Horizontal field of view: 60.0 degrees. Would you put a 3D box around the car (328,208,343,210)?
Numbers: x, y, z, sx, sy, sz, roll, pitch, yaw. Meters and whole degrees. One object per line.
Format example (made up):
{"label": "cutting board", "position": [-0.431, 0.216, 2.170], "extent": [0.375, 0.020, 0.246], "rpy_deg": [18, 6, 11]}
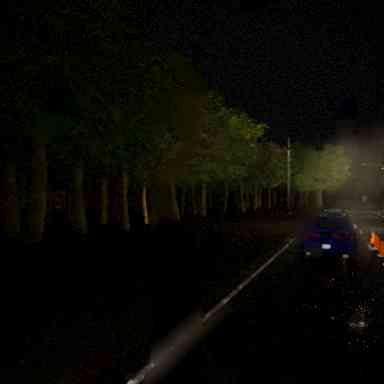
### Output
{"label": "car", "position": [12.943, 2.088, 30.033], "extent": [1.994, 1.385, 4.181], "rpy_deg": [0, -1, 24]}

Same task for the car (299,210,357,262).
{"label": "car", "position": [5.469, 1.698, 13.295], "extent": [1.882, 1.535, 5.008], "rpy_deg": [0, -1, 24]}

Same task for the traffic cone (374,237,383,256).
{"label": "traffic cone", "position": [7.396, 2.184, 12.921], "extent": [0.340, 0.580, 0.340], "rpy_deg": [0, -1, 24]}

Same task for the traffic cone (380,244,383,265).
{"label": "traffic cone", "position": [6.580, 2.150, 11.095], "extent": [0.340, 0.580, 0.340], "rpy_deg": [0, -1, 24]}

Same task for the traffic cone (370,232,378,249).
{"label": "traffic cone", "position": [8.211, 2.217, 14.747], "extent": [0.340, 0.580, 0.340], "rpy_deg": [0, -1, 24]}

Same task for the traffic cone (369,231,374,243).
{"label": "traffic cone", "position": [9.027, 2.250, 16.573], "extent": [0.340, 0.580, 0.340], "rpy_deg": [0, -1, 24]}
